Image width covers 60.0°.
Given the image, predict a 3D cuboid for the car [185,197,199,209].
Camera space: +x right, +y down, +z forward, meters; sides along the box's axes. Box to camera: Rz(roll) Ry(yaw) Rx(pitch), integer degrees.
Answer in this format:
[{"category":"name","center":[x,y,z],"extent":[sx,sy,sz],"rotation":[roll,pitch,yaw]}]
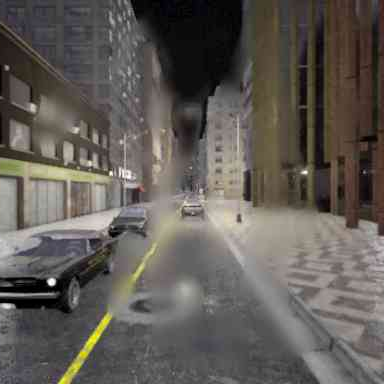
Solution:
[{"category":"car","center":[0.059,1.446,46.188],"extent":[1.837,1.490,4.892],"rotation":[0,1,0]}]

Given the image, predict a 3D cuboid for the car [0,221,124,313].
[{"category":"car","center":[-3.095,1.597,7.759],"extent":[1.895,1.301,4.718],"rotation":[0,0,0]}]

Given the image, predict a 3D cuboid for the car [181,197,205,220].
[{"category":"car","center":[0.075,1.465,27.999],"extent":[2.128,1.511,4.902],"rotation":[0,0,0]}]

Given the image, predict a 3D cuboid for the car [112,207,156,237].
[{"category":"car","center":[-3.062,1.535,18.171],"extent":[2.033,1.411,5.357],"rotation":[0,0,0]}]
